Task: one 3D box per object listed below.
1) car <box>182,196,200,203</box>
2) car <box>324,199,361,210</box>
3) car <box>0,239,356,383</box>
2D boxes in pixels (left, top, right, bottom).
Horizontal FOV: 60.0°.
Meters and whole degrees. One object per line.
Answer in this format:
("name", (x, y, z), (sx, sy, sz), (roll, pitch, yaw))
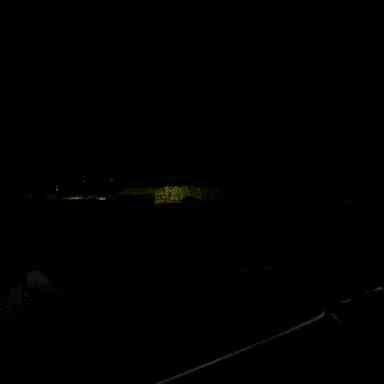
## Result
("car", (-0.256, 1.657, 73.831), (1.837, 1.490, 4.892), (-1, 0, -35))
("car", (20.315, 1.671, 45.038), (1.812, 1.442, 4.674), (-1, 1, -36))
("car", (-0.781, 1.353, 2.515), (4.553, 1.767, 2.097), (0, 0, -36))
